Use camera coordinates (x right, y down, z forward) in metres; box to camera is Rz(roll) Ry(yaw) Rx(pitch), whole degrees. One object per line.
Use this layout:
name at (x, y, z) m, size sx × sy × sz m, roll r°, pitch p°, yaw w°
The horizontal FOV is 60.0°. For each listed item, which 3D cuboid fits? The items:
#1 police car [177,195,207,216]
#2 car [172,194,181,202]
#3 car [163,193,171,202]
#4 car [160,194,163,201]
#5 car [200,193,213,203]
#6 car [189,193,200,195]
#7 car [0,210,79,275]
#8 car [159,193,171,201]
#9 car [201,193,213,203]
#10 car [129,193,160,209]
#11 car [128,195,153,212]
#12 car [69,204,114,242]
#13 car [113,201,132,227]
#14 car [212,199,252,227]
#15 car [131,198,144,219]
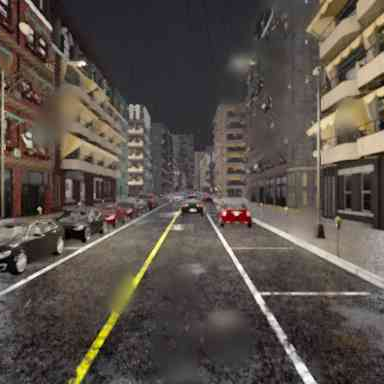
police car at (0.047, 1.311, 29.916) m, size 2.038 × 1.542 × 4.974 m, roll 0°, pitch 0°, yaw 1°
car at (-2.710, 1.107, 62.849) m, size 1.812 × 1.442 × 4.674 m, roll 0°, pitch 0°, yaw 0°
car at (-5.272, 1.172, 60.058) m, size 1.802 × 1.307 × 4.206 m, roll 1°, pitch 0°, yaw 0°
car at (-5.278, 1.271, 43.412) m, size 1.947 × 1.339 × 4.313 m, roll 1°, pitch 0°, yaw 0°
car at (2.609, 1.210, 54.526) m, size 1.802 × 1.307 × 4.206 m, roll 1°, pitch 0°, yaw 0°
car at (0.041, 1.096, 57.370) m, size 1.882 × 1.535 × 5.008 m, roll 0°, pitch 0°, yaw 0°
car at (-5.300, 1.482, 10.119) m, size 2.008 × 1.369 × 4.403 m, roll 1°, pitch 0°, yaw 0°
car at (-5.271, 0.991, 65.606) m, size 1.967 × 1.590 × 4.097 m, roll 1°, pitch 0°, yaw 0°
car at (2.614, 1.030, 60.075) m, size 1.967 × 1.590 × 4.097 m, roll 1°, pitch 0°, yaw 0°
car at (-5.279, 1.058, 37.861) m, size 2.192 × 1.841 × 5.009 m, roll 1°, pitch 0°, yaw 0°
car at (-5.285, 1.332, 32.314) m, size 2.008 × 1.369 × 4.403 m, roll 1°, pitch 0°, yaw 0°
car at (-5.296, 1.460, 15.668) m, size 1.947 × 1.339 × 4.313 m, roll 1°, pitch 0°, yaw 0°
car at (-5.293, 1.439, 21.216) m, size 1.802 × 1.307 × 4.206 m, roll 1°, pitch 0°, yaw 0°
car at (2.589, 1.297, 21.232) m, size 1.967 × 1.590 × 4.097 m, roll 1°, pitch 0°, yaw 0°
car at (-5.289, 1.401, 26.765) m, size 1.802 × 1.307 × 4.206 m, roll 1°, pitch 0°, yaw 0°
